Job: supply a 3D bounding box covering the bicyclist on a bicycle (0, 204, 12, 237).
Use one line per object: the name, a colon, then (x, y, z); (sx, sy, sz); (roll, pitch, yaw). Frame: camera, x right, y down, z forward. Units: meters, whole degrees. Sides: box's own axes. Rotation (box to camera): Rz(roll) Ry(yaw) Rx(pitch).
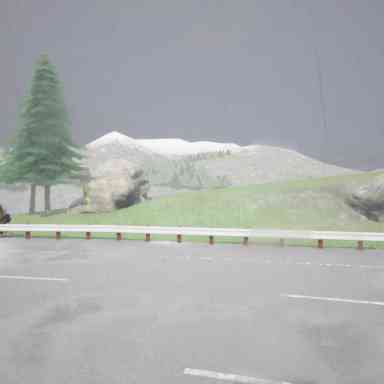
bicyclist on a bicycle: (-9.208, 1.431, 16.094); (0.582, 1.620, 1.656); (0, -4, 5)
